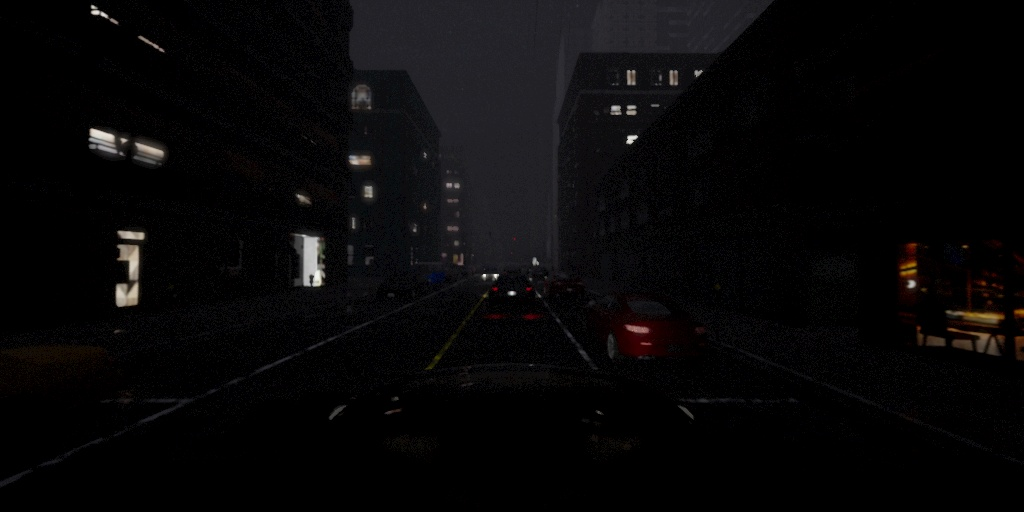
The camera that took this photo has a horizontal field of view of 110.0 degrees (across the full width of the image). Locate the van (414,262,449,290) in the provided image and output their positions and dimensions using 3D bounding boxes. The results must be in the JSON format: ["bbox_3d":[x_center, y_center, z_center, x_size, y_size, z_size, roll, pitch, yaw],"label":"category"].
[{"bbox_3d":[-5.685,1.318,24.565,1.690,1.789,3.998,0,0,0],"label":"van"}]

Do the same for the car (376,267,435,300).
[{"bbox_3d":[-5.686,1.488,19.042,1.948,1.339,4.313,0,0,0],"label":"car"}]

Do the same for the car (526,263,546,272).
[{"bbox_3d":[2.699,1.655,35.598,1.948,1.339,4.313,0,0,0],"label":"car"}]

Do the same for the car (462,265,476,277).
[{"bbox_3d":[-5.682,1.712,41.135,1.948,1.339,4.313,0,0,0],"label":"car"}]

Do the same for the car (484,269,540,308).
[{"bbox_3d":[0.006,1.457,16.109,1.994,1.385,4.181,0,-1,0],"label":"car"}]

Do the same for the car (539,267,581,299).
[{"bbox_3d":[2.695,1.467,19.028,1.888,1.381,4.507,0,0,0],"label":"car"}]

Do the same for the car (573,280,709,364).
[{"bbox_3d":[2.693,1.394,7.982,1.802,1.307,4.207,0,0,0],"label":"car"}]

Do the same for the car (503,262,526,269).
[{"bbox_3d":[0.012,1.524,31.319,1.882,1.535,5.008,0,0,0],"label":"car"}]

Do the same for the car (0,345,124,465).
[{"bbox_3d":[-5.688,1.283,2.303,1.751,1.417,4.829,0,0,0],"label":"car"}]

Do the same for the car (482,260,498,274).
[{"bbox_3d":[-2.996,1.728,51.097,1.882,1.535,5.008,0,-1,0],"label":"car"}]

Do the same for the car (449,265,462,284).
[{"bbox_3d":[-5.684,1.578,30.088,1.888,1.381,4.507,0,0,0],"label":"car"}]
